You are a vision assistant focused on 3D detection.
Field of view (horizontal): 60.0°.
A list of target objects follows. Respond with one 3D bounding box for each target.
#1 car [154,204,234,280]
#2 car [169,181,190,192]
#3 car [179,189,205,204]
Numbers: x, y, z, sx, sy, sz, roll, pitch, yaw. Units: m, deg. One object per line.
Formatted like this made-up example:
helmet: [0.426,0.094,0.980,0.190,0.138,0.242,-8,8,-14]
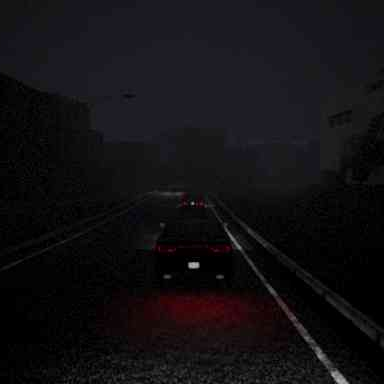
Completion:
car: [0.053,1.354,9.623,1.882,1.535,5.008,0,2,0]
car: [-1.956,-0.840,51.575,1.882,1.535,5.008,1,4,21]
car: [0.074,0.771,27.041,2.033,1.411,5.357,0,3,0]
